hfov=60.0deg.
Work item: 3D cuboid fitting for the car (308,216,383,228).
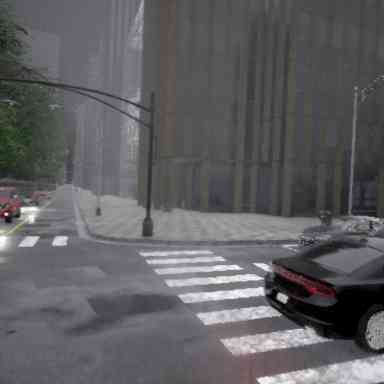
[{"bbox_3d":[6.376,1.625,13.194,4.403,1.369,2.008,2,1,-20],"label":"car"}]

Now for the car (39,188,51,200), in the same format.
[{"bbox_3d":[-23.267,0.151,52.001,2.097,1.767,4.553,2,0,-20],"label":"car"}]

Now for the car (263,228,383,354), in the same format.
[{"bbox_3d":[3.771,1.610,6.151,5.008,1.535,1.882,2,1,-20],"label":"car"}]

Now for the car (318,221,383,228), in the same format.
[{"bbox_3d":[6.602,1.747,10.452,4.718,1.301,1.895,2,1,-20],"label":"car"}]

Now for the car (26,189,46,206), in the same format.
[{"bbox_3d":[-17.698,0.720,36.402,2.128,1.511,4.902,2,0,-20],"label":"car"}]

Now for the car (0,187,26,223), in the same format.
[{"bbox_3d":[-11.889,0.708,20.365,2.150,2.045,5.566,2,0,-20],"label":"car"}]
